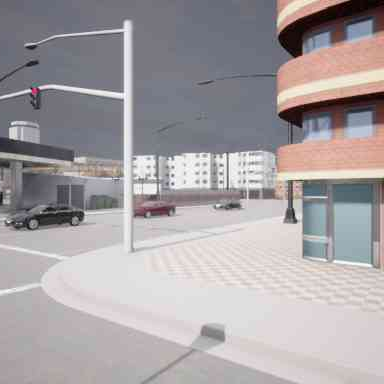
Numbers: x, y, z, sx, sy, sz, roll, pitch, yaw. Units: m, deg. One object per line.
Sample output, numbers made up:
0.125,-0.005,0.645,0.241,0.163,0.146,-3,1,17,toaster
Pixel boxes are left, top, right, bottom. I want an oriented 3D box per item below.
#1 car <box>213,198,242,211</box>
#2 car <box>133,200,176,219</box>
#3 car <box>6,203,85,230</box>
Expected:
4.444,1.492,41.085,2.128,1.511,4.902,0,0,35,car
-3.473,1.478,29.622,1.882,1.535,5.008,0,0,35,car
-9.211,1.505,21.241,1.837,1.490,4.892,0,0,34,car
